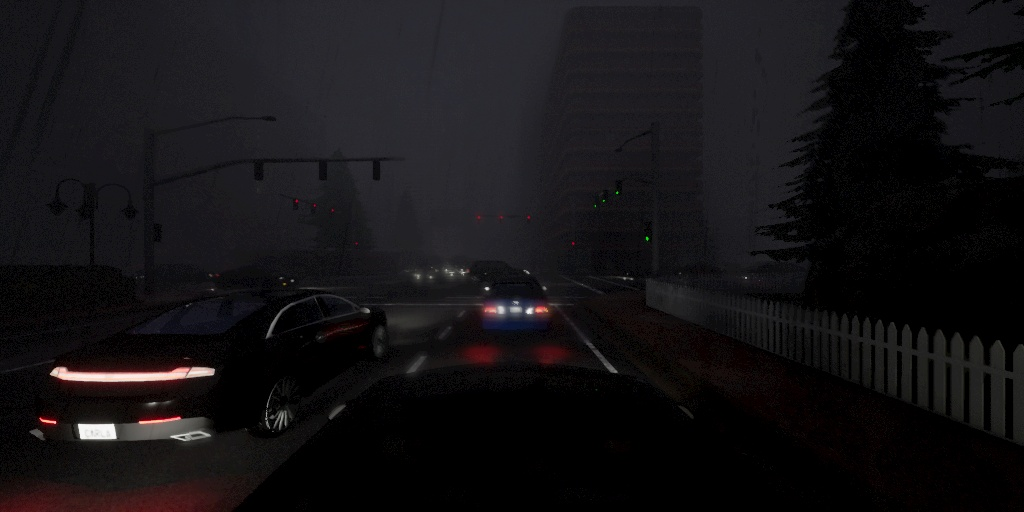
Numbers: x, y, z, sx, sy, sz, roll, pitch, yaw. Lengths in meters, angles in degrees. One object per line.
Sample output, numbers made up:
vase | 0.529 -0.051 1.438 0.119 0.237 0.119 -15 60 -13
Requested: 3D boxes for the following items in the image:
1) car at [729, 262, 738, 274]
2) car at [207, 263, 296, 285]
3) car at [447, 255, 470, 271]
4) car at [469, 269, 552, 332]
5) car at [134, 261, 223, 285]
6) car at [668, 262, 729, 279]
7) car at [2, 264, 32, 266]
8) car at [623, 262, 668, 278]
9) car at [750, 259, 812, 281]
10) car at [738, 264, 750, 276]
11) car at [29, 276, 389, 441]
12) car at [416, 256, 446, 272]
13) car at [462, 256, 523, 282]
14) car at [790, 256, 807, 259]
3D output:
car | 22.056 1.295 36.974 4.718 1.301 1.895 0 0 -30
car | -15.103 1.279 21.378 4.181 1.385 1.994 1 0 0
car | -7.057 0.971 49.141 2.150 2.045 5.566 0 0 0
car | 0.122 1.297 10.809 2.033 1.411 5.357 0 0 1
car | -22.788 1.242 24.828 5.357 1.411 2.033 0 0 0
car | 15.889 1.259 30.586 4.181 1.385 1.994 0 0 -20
car | -29.455 1.220 21.286 4.674 1.442 1.812 0 0 0
car | 13.155 1.242 33.411 5.357 1.411 2.033 0 0 -13
car | 21.898 1.199 28.887 4.892 1.490 1.837 0 1 -23
car | 24.369 1.242 34.262 5.357 1.411 2.033 0 0 -31
car | -3.427 1.242 5.397 2.128 1.511 4.902 0 0 0
car | -10.529 0.971 45.981 2.150 2.045 5.566 0 0 2
car | -0.890 1.085 24.967 4.553 1.767 2.097 0 0 0
car | 32.359 0.916 40.589 2.150 2.045 5.566 0 0 43
